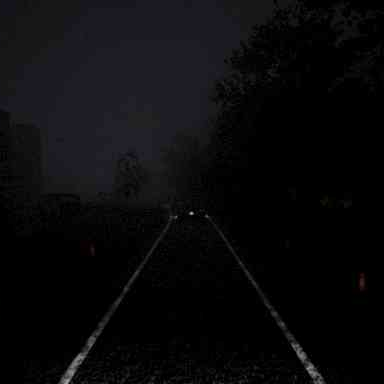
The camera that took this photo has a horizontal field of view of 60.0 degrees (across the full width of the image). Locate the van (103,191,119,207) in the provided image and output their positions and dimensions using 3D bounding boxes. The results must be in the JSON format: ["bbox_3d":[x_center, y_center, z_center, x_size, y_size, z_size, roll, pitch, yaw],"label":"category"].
[{"bbox_3d":[-11.115,0.950,45.740,1.878,1.987,4.442,1,-1,-10],"label":"van"}]

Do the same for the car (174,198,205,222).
[{"bbox_3d":[-0.108,1.429,24.829,1.994,1.385,4.181,0,0,-2],"label":"car"}]

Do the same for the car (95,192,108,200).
[{"bbox_3d":[-24.119,1.001,88.460,2.435,2.045,5.566,2,-2,-25],"label":"car"}]

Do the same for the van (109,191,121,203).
[{"bbox_3d":[-13.166,0.900,56.736,1.878,1.987,4.442,1,-1,-15],"label":"van"}]

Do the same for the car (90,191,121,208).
[{"bbox_3d":[-10.402,0.959,40.284,2.435,2.045,5.566,1,-1,-9],"label":"car"}]

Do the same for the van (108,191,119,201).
[{"bbox_3d":[-16.044,0.894,67.529,1.878,1.987,4.442,1,-1,-16],"label":"van"}]

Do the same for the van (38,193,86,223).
[{"bbox_3d":[-9.260,1.080,23.510,1.878,1.987,4.442,0,-1,-2],"label":"van"}]

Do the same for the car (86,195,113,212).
[{"bbox_3d":[-9.877,1.284,34.748,2.002,1.452,4.674,0,-1,-5],"label":"car"}]

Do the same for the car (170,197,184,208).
[{"bbox_3d":[-1.654,1.300,42.309,1.994,1.385,4.181,0,0,-8],"label":"car"}]
